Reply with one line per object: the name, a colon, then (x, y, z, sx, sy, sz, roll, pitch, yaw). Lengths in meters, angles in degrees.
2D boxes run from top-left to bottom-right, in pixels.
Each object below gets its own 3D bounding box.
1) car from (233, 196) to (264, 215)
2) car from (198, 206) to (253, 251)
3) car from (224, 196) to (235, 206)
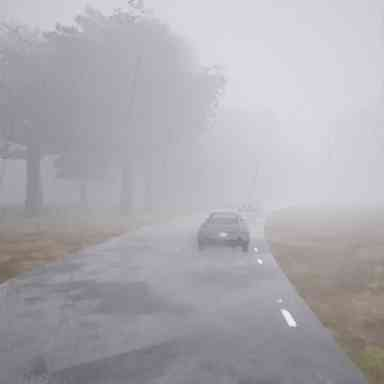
car: (5.644, 1.330, 31.486, 2.033, 1.411, 5.357, 0, 1, 19)
car: (1.400, 1.515, 14.073, 1.994, 1.385, 4.181, 0, 0, 8)
car: (5.227, 1.214, 39.096, 1.837, 1.490, 4.892, 0, 1, 23)
